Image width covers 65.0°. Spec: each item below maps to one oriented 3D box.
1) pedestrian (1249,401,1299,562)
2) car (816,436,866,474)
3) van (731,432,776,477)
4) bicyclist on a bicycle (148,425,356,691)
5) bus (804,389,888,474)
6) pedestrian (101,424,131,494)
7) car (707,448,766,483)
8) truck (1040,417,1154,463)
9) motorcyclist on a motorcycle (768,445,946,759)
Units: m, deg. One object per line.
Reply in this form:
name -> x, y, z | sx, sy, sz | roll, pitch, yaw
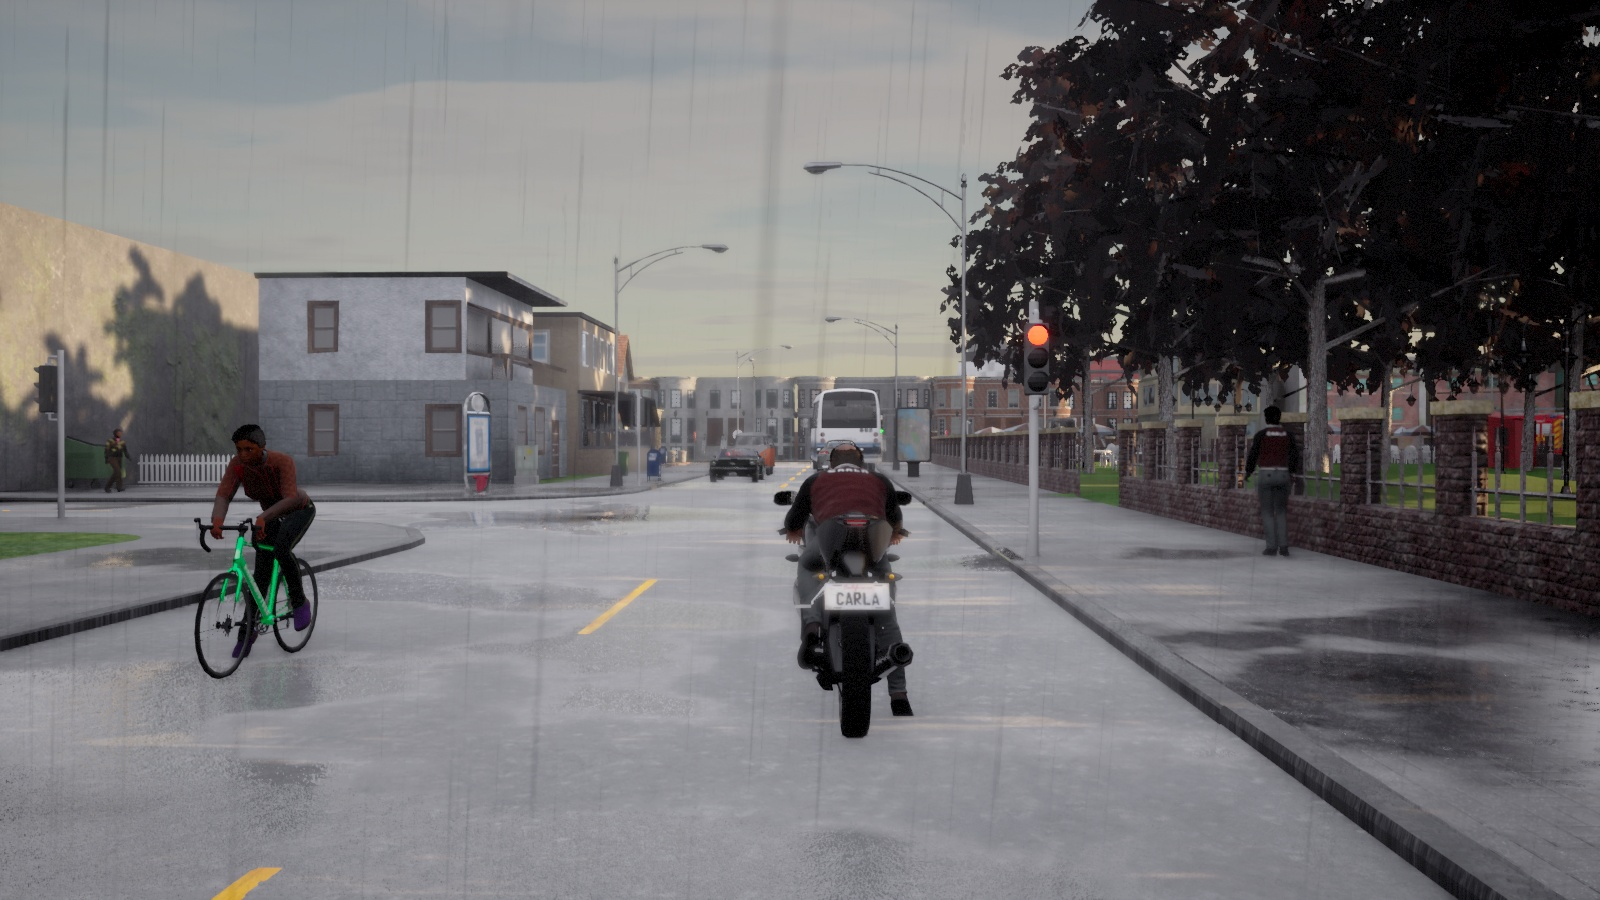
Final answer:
pedestrian -> 5.792, 0.374, 15.368 | 0.402, 1.930, 0.666 | 0, 0, 5
car -> 1.837, 0.204, 57.093 | 2.152, 1.651, 5.027 | 0, 0, 1
van -> -2.134, 0.166, 58.143 | 1.775, 1.987, 4.442 | 0, 1, 2
bicyclist on a bicycle -> -3.641, 0.648, 8.495 | 0.582, 1.620, 1.656 | 0, 1, 4
bus -> 2.316, -1.012, 67.983 | 3.944, 4.253, 10.273 | 0, 1, -1
pedestrian -> -19.106, 0.243, 35.088 | 0.692, 1.930, 0.395 | 0, 0, 27
car -> -2.426, 0.568, 49.116 | 1.895, 1.301, 4.718 | 0, 0, 2
truck -> 22.212, -0.750, 94.248 | 7.936, 3.462, 2.891 | 0, 0, 2
motorcyclist on a motorcycle -> 0.271, 0.741, 7.237 | 0.866, 1.530, 2.191 | 0, 0, 0
